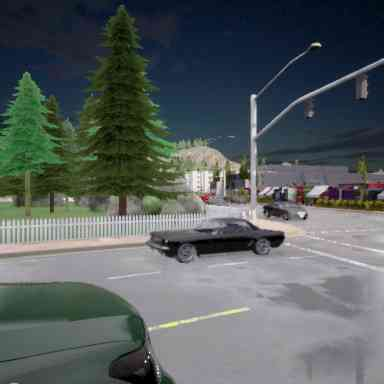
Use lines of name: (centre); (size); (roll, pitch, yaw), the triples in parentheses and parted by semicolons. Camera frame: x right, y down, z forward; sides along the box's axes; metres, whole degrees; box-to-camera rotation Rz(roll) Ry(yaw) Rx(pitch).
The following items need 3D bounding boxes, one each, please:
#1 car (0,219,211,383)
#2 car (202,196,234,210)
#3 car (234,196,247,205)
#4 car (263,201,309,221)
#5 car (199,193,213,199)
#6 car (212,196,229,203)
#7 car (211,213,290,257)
car: (-2.767, 1.221, 1.662); (5.566, 2.045, 2.150); (0, 0, -36)
car: (3.217, 1.561, 42.806); (1.837, 1.490, 4.892); (0, 0, -16)
car: (8.667, 1.547, 62.286); (2.128, 1.511, 4.902); (0, 0, -16)
car: (7.659, 1.547, 27.585); (2.128, 1.511, 4.902); (0, 0, -16)
car: (2.899, 1.277, 69.600); (2.150, 2.045, 5.566); (0, 0, -17)
car: (6.045, 1.559, 71.150); (1.837, 1.490, 4.892); (0, 0, -16)
car: (0.861, 1.601, 11.732); (4.718, 1.301, 1.895); (0, 0, -25)
